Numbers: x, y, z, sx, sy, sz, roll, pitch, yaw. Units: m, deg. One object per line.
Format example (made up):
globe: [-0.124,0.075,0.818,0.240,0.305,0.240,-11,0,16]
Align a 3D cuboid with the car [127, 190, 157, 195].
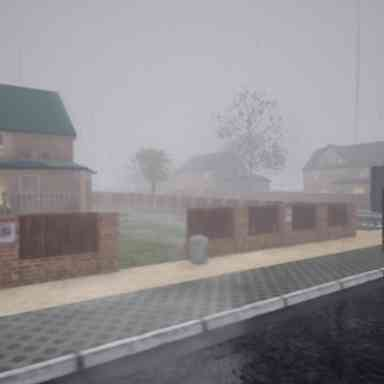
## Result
car: [-7.318,0.690,48.441,1.812,1.442,4.674,-2,2,-34]

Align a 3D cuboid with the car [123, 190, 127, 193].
car: [-10.934,0.410,58.612,1.837,1.490,4.892,-2,2,-35]

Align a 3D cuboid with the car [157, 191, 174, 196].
car: [-4.446,0.596,49.262,1.882,1.535,5.008,-2,2,-34]
